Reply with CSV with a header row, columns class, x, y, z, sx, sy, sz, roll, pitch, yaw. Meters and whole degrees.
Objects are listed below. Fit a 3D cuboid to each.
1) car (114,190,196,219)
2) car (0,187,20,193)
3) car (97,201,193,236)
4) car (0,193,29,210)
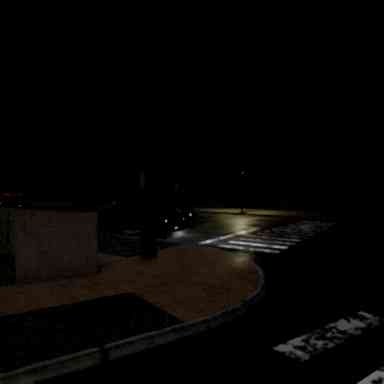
class,x,y,z,sx,sy,sz,roll,pitch,yaw
car,-2.469,0.939,20.897,5.566,2.045,2.150,1,1,31
car,-23.525,0.452,41.207,5.566,2.045,2.150,1,1,30
car,-2.600,1.377,17.164,4.718,1.301,1.895,1,1,33
car,-16.409,1.034,29.470,4.181,1.385,1.994,1,1,31
